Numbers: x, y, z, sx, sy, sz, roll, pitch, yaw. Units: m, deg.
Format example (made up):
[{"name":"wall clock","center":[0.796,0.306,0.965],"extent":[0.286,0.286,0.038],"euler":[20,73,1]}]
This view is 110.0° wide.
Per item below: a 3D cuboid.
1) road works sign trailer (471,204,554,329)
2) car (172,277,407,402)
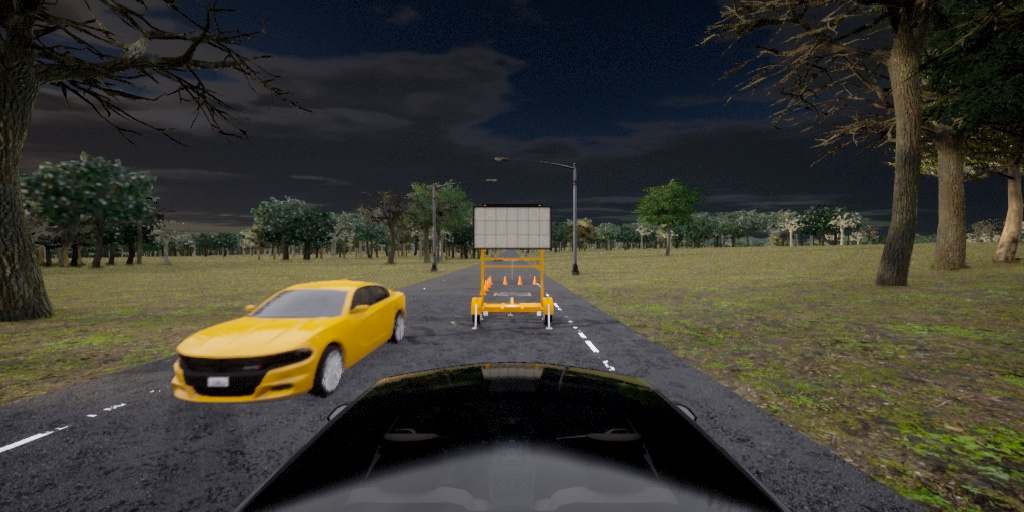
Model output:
[{"name":"road works sign trailer","center":[0.011,0.197,11.139],"extent":[2.380,3.560,2.880],"euler":[0,0,0]},{"name":"car","center":[-3.494,1.222,6.763],"extent":[1.882,1.535,5.008],"euler":[0,0,0]}]
